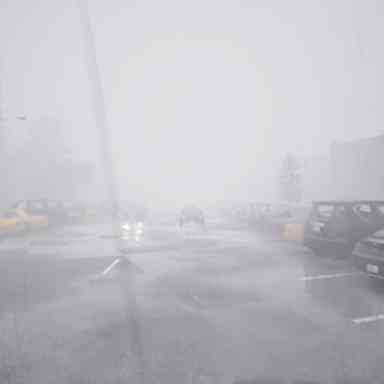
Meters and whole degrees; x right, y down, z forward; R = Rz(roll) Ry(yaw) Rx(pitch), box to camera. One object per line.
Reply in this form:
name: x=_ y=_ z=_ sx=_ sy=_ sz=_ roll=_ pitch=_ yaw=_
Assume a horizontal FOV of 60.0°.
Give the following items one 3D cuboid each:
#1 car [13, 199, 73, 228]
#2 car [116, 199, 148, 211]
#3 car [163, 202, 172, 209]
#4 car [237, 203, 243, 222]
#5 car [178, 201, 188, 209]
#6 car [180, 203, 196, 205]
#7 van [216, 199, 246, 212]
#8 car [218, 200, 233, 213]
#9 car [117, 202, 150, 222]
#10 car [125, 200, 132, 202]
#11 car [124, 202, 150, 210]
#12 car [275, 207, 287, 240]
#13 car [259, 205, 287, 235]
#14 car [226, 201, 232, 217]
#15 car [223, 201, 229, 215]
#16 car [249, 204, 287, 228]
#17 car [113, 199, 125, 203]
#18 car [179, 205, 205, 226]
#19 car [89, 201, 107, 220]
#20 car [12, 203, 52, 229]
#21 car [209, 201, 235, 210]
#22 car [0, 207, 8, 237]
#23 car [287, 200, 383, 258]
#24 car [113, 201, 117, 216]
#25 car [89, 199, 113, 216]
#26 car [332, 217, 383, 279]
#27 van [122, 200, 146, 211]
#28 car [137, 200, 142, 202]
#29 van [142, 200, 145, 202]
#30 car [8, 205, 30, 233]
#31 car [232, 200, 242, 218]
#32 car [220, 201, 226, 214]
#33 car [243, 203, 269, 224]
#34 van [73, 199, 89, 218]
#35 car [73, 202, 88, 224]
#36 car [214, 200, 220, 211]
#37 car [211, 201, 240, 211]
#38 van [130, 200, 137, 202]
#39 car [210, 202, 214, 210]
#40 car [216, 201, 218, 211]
car: x=-11.504 y=1.524 z=23.256 sx=5.566 sy=2.045 sz=2.435 roll=0 pitch=-1 yaw=-20
car: x=-11.299 y=2.470 z=62.307 sx=5.566 sy=2.045 sz=2.435 roll=0 pitch=-2 yaw=-19
car: x=-5.264 y=2.909 z=72.832 sx=2.033 sy=1.411 sz=5.357 roll=0 pitch=-1 yaw=0
car: x=6.321 y=1.834 z=26.048 sx=4.674 sy=1.452 sz=2.002 roll=1 pitch=-1 yaw=-20
car: x=-1.986 y=2.788 z=72.040 sx=2.128 sy=1.511 sz=4.902 roll=0 pitch=-1 yaw=-1
car: x=-0.172 y=2.217 z=42.694 sx=2.128 sy=1.511 sz=4.902 roll=0 pitch=-2 yaw=0
van: x=6.136 y=2.206 z=52.513 sx=4.442 sy=1.987 sz=1.878 roll=1 pitch=-2 yaw=-21
car: x=6.186 y=2.143 z=40.724 sx=5.008 sy=1.535 sz=2.097 roll=1 pitch=-1 yaw=-21
car: x=-5.236 y=1.941 z=31.230 sx=2.128 sy=1.511 sz=4.902 roll=0 pitch=-1 yaw=0
car: x=-11.551 y=2.352 z=47.278 sx=4.892 sy=1.521 sz=2.231 roll=0 pitch=-2 yaw=-19
car: x=-11.216 y=2.869 z=68.281 sx=5.008 sy=1.535 sz=2.097 roll=0 pitch=-1 yaw=-19
car: x=6.559 y=1.591 z=14.384 sx=5.366 sy=1.575 sz=1.946 roll=1 pitch=-1 yaw=-20
car: x=6.378 y=1.635 z=17.256 sx=5.008 sy=1.535 sz=2.097 roll=1 pitch=-1 yaw=-20
car: x=6.262 y=1.929 z=31.922 sx=5.008 sy=1.535 sz=2.097 roll=1 pitch=-2 yaw=-20
car: x=6.232 y=2.001 z=34.859 sx=4.892 sy=1.521 sz=2.231 roll=1 pitch=-2 yaw=-20
car: x=6.349 y=1.680 z=20.187 sx=5.008 sy=1.535 sz=2.097 roll=1 pitch=-1 yaw=-20
car: x=-11.611 y=1.951 z=41.251 sx=5.566 sy=2.045 sz=2.435 roll=0 pitch=-1 yaw=-20
car: x=-0.015 y=1.936 z=26.472 sx=1.895 sy=1.301 sz=4.718 roll=0 pitch=-1 yaw=0
car: x=-11.373 y=1.975 z=32.311 sx=5.366 sy=1.575 sz=1.946 roll=0 pitch=-2 yaw=-20
car: x=-11.634 y=1.716 z=20.207 sx=5.366 sy=1.575 sz=1.946 roll=0 pitch=-1 yaw=-20
car: x=5.803 y=2.590 z=64.249 sx=4.553 sy=1.767 sz=2.185 roll=1 pitch=-2 yaw=-21
car: x=-11.256 y=1.618 z=14.353 sx=5.366 sy=1.575 sz=1.946 roll=-1 pitch=-1 yaw=-20
car: x=6.426 y=1.307 z=11.406 sx=5.566 sy=2.045 sz=2.435 roll=1 pitch=-1 yaw=-20
car: x=-11.581 y=2.129 z=38.242 sx=4.892 sy=1.521 sz=2.231 roll=0 pitch=-1 yaw=-20
car: x=-11.600 y=1.802 z=35.234 sx=5.566 sy=2.045 sz=2.435 roll=0 pitch=-1 yaw=-20
car: x=6.399 y=1.526 z=8.457 sx=4.892 sy=1.521 sz=2.231 roll=1 pitch=-1 yaw=-20
van: x=-11.384 y=2.570 z=65.249 sx=4.442 sy=1.987 sz=1.878 roll=0 pitch=-1 yaw=-19
car: x=-11.393 y=2.448 z=56.299 sx=4.553 sy=1.767 sz=2.185 roll=0 pitch=-1 yaw=-19
van: x=-11.266 y=2.421 z=59.337 sx=4.442 sy=1.987 sz=1.878 roll=0 pitch=-2 yaw=-19
car: x=-11.615 y=1.667 z=17.216 sx=5.366 sy=1.575 sz=1.946 roll=0 pitch=-1 yaw=-20
car: x=6.265 y=1.734 z=28.984 sx=4.553 sy=1.767 sz=2.185 roll=1 pitch=-2 yaw=-20
car: x=6.205 y=2.073 z=37.790 sx=4.892 sy=1.521 sz=2.231 roll=1 pitch=-2 yaw=-21
car: x=6.308 y=1.609 z=23.119 sx=4.553 sy=1.767 sz=2.185 roll=1 pitch=-2 yaw=-20
van: x=-11.633 y=1.682 z=29.212 sx=4.442 sy=1.987 sz=1.878 roll=0 pitch=-1 yaw=-20
car: x=-11.323 y=1.834 z=26.320 sx=5.366 sy=1.575 sz=1.946 roll=0 pitch=-1 yaw=-20
car: x=6.113 y=2.286 z=46.595 sx=5.008 sy=1.535 sz=2.097 roll=1 pitch=-1 yaw=-21
car: x=5.903 y=2.446 z=58.352 sx=4.553 sy=1.767 sz=2.185 roll=1 pitch=-2 yaw=-21
van: x=-11.580 y=2.274 z=53.249 sx=4.442 sy=1.987 sz=1.878 roll=0 pitch=-1 yaw=-19
car: x=5.892 y=2.351 z=49.463 sx=5.366 sy=1.575 sz=1.946 roll=1 pitch=-1 yaw=-21
car: x=6.115 y=2.243 z=43.649 sx=4.792 sy=1.488 sz=2.163 roll=1 pitch=-1 yaw=-21
